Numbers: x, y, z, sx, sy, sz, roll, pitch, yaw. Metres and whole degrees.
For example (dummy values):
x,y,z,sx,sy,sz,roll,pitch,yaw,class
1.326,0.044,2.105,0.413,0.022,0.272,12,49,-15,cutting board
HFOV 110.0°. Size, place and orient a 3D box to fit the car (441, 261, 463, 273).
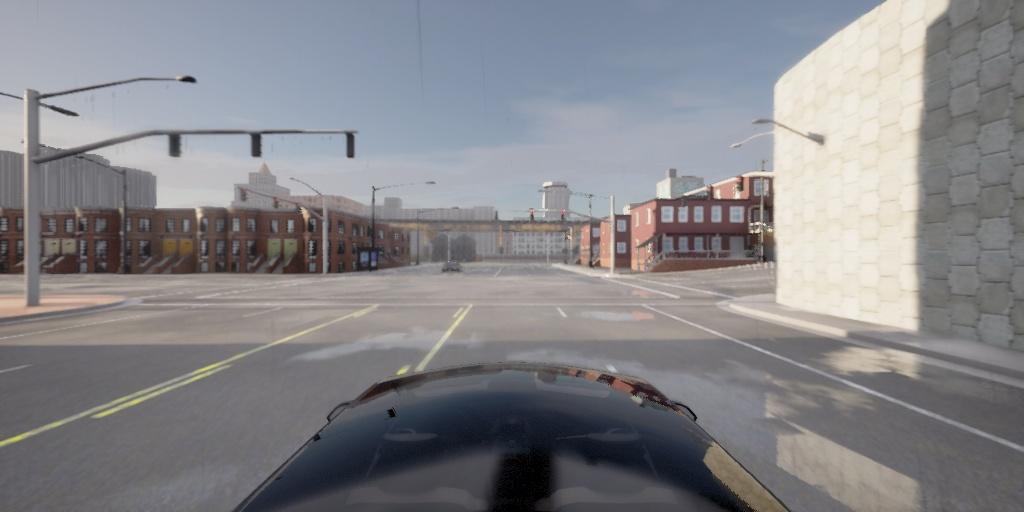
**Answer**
x,y,z,sx,sy,sz,roll,pitch,yaw,class
-7.023,1.317,42.345,1.994,1.385,4.181,0,1,0,car
